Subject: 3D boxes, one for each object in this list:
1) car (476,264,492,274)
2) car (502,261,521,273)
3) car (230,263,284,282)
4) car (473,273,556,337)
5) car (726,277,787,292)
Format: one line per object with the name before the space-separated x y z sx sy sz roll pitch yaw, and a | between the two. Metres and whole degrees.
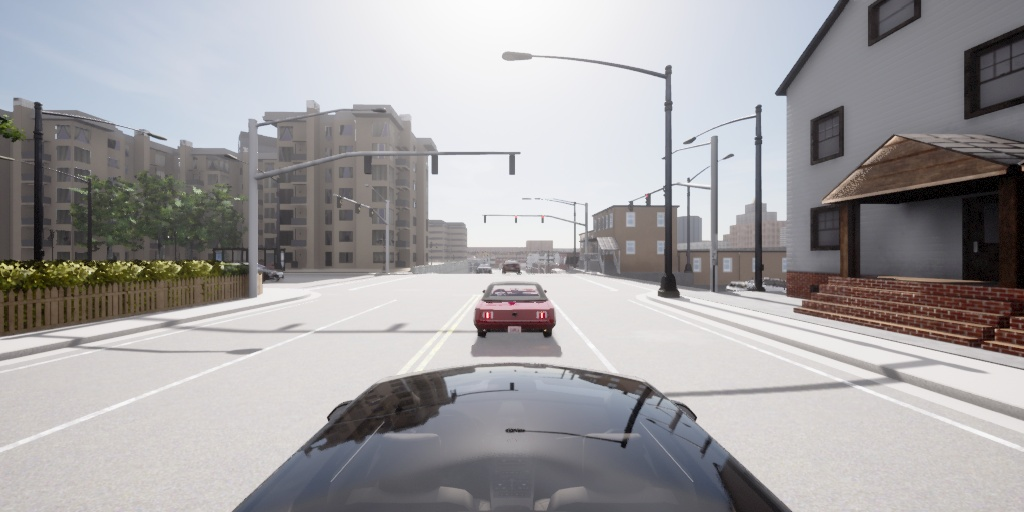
car | -3.587 1.774 46.901 1.812 1.442 4.674 0 -4 0
car | -0.049 1.282 40.789 1.882 1.535 5.008 0 -3 -2
car | -19.810 1.242 26.931 4.902 1.511 2.128 0 0 1
car | 0.076 1.351 10.218 1.895 1.301 4.718 0 0 0
car | 21.185 2.808 30.111 5.566 2.045 2.150 8 0 0
